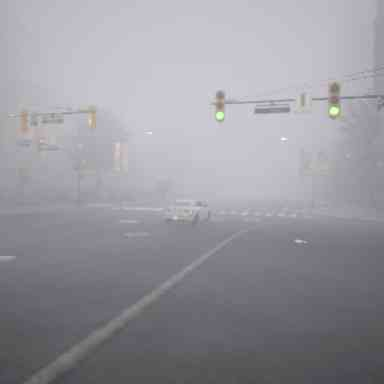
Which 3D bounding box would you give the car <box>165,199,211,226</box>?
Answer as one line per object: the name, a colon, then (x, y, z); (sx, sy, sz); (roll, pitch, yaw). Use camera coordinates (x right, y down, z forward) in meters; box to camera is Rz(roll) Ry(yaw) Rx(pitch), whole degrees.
car: (-0.181, 1.160, 20.390); (1.812, 1.442, 4.674); (2, 1, 17)
